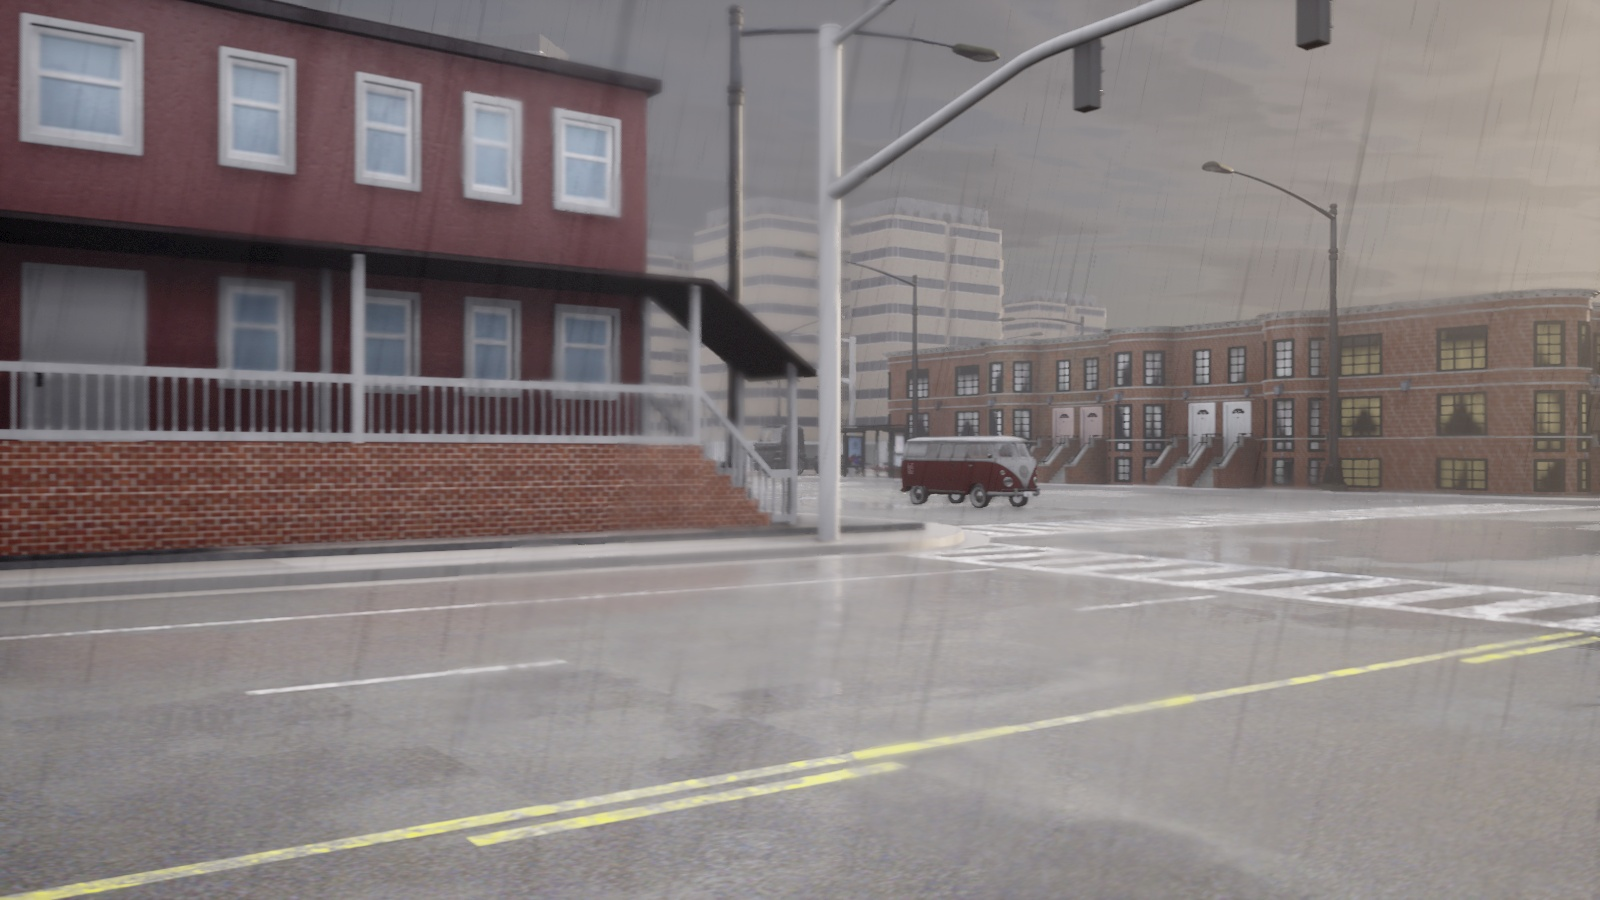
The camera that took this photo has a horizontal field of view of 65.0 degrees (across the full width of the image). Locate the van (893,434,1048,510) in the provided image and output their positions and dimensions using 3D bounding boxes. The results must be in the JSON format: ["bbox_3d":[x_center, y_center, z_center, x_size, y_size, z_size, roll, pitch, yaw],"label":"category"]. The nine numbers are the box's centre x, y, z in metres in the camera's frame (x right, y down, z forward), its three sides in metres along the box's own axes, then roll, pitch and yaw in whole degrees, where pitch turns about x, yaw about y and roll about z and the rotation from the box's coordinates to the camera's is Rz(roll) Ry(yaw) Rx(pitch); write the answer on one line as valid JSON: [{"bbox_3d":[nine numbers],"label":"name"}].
[{"bbox_3d":[4.732,0.571,35.439,1.775,1.987,4.442,0,0,-35],"label":"van"}]

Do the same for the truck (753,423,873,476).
[{"bbox_3d":[0.918,-0.030,85.059,7.936,3.462,2.891,0,0,-35],"label":"truck"}]
